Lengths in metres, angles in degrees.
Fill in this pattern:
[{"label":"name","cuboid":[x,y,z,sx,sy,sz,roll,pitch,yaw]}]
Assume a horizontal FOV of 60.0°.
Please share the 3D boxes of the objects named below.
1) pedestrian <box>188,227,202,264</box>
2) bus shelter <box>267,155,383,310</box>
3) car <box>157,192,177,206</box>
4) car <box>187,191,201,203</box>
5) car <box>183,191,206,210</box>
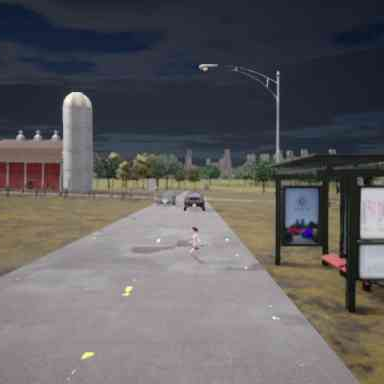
[{"label":"pedestrian","cuboid":[0.117,1.446,9.231,0.500,1.100,0.500,0,1,-15]},{"label":"bus shelter","cuboid":[3.158,0.680,7.836,1.920,2.740,3.880,0,1,0]},{"label":"car","cuboid":[-2.684,0.715,35.795,2.128,1.511,4.902,0,1,0]},{"label":"car","cuboid":[0.263,0.619,44.125,1.812,1.442,4.674,0,0,0]},{"label":"car","cuboid":[0.216,0.822,30.790,1.837,1.490,4.892,0,1,0]}]
